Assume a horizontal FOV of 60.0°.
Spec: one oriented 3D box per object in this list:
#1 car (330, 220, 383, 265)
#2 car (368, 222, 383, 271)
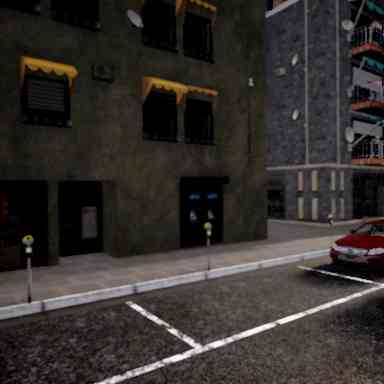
[{"bbox_3d":[6.105,1.560,10.491,4.206,1.307,1.802,0,-1,-36],"label":"car"},{"bbox_3d":[6.271,1.458,7.566,5.008,1.535,1.882,0,0,-36],"label":"car"}]
